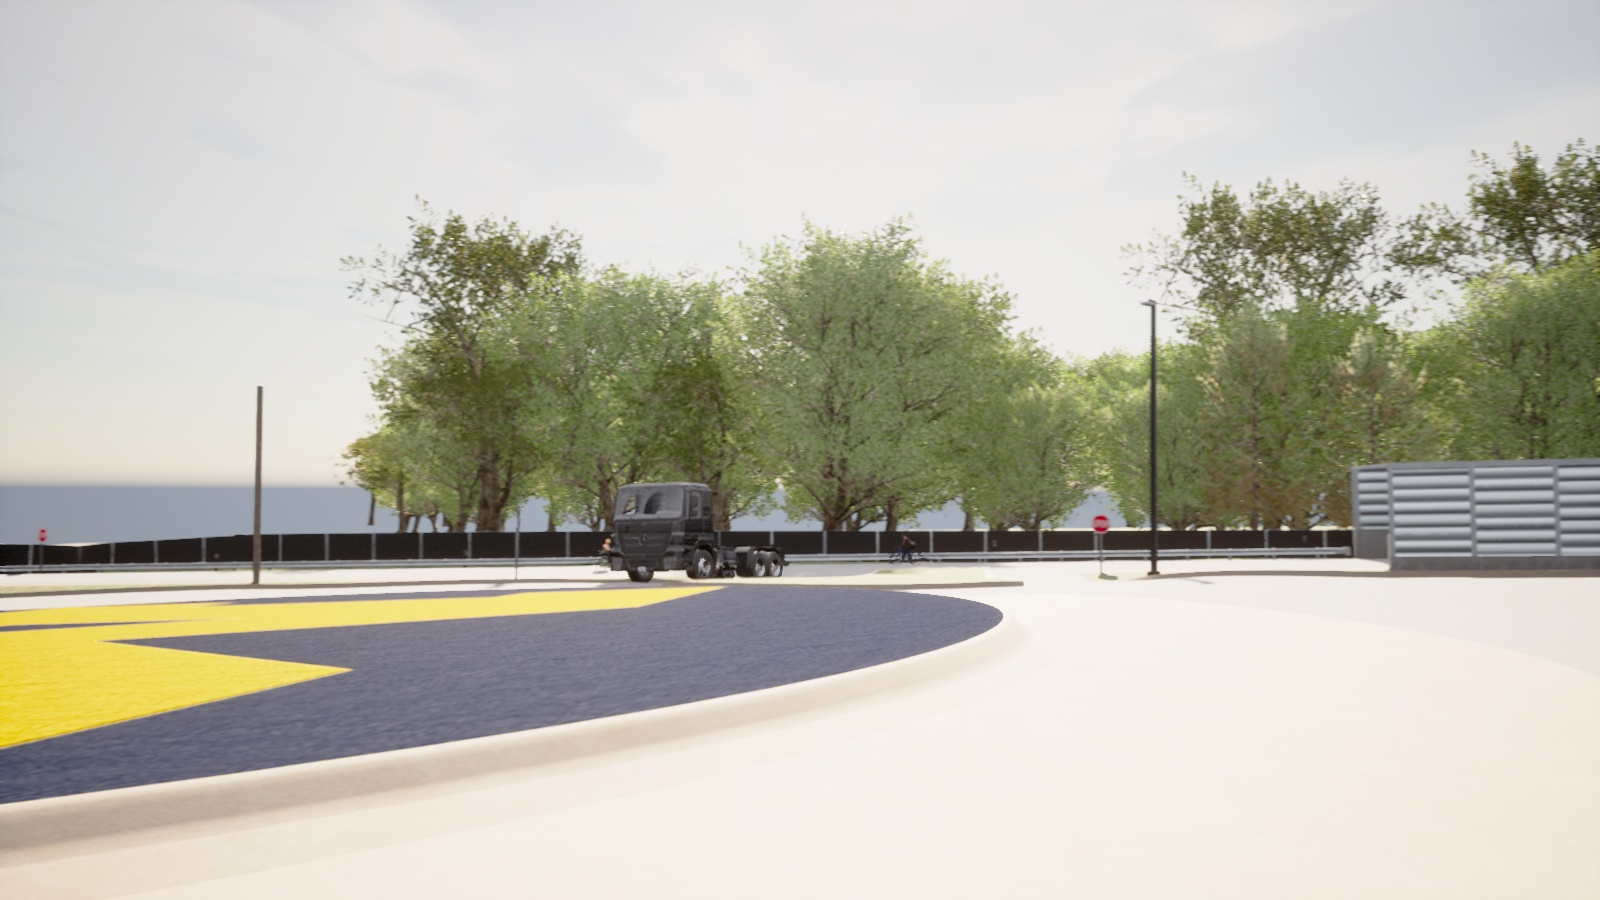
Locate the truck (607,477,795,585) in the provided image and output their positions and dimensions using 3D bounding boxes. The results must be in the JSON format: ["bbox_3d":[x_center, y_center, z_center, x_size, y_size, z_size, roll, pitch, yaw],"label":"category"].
[{"bbox_3d":[-3.306,3.027,44.646,2.891,3.462,7.936,-3,-7,27],"label":"truck"}]
